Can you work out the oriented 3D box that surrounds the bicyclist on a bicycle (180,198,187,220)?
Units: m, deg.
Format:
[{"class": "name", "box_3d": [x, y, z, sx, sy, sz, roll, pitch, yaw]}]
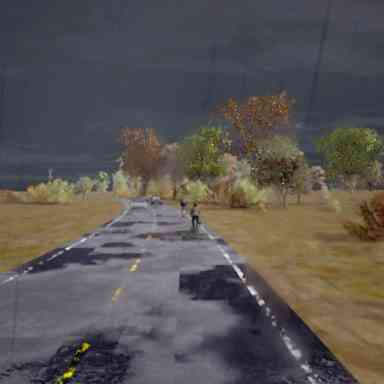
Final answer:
[{"class": "bicyclist on a bicycle", "box_3d": [-0.666, 1.327, 26.715, 0.659, 1.776, 1.843, 0, 0, -6]}]

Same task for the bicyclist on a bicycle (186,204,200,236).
[{"class": "bicyclist on a bicycle", "box_3d": [0.171, 1.423, 17.012, 0.582, 1.620, 1.656, 0, 0, -4]}]

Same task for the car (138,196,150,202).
[{"class": "car", "box_3d": [-10.580, 1.514, 73.275, 1.895, 1.301, 4.718, 0, 0, -16]}]

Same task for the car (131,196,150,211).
[{"class": "car", "box_3d": [-6.348, 1.548, 39.971, 1.895, 1.301, 4.718, 0, 0, -9]}]

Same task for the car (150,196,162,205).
[{"class": "car", "box_3d": [-6.186, 1.454, 56.224, 1.812, 1.442, 4.674, 0, 0, -12]}]
